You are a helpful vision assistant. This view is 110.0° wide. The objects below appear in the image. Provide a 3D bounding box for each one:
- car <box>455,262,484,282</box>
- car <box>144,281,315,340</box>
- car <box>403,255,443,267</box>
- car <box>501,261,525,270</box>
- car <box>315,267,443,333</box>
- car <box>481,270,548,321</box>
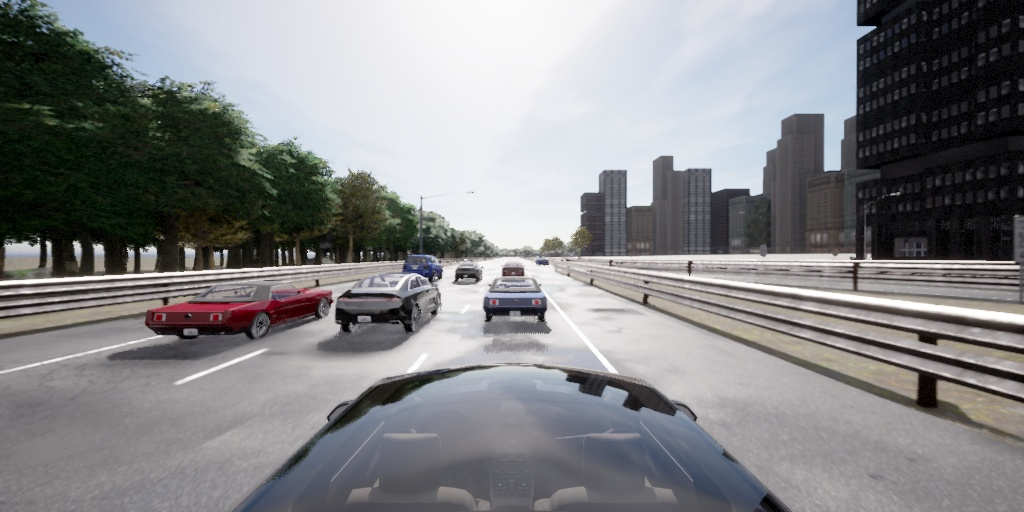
[{"bbox_3d":[-3.401,1.227,28.706,1.837,1.490,4.892,0,0,0],"label":"car"},{"bbox_3d":[-6.902,1.348,9.931,1.895,1.301,4.718,0,0,0],"label":"car"},{"bbox_3d":[-6.902,0.945,28.174,2.150,2.045,5.566,0,0,0],"label":"car"},{"bbox_3d":[0.099,1.196,30.242,1.882,1.535,5.008,0,0,0],"label":"car"},{"bbox_3d":[-3.402,1.238,10.691,2.128,1.511,4.902,0,0,0],"label":"car"},{"bbox_3d":[0.097,1.346,12.424,1.895,1.301,4.718,0,0,0],"label":"car"}]
